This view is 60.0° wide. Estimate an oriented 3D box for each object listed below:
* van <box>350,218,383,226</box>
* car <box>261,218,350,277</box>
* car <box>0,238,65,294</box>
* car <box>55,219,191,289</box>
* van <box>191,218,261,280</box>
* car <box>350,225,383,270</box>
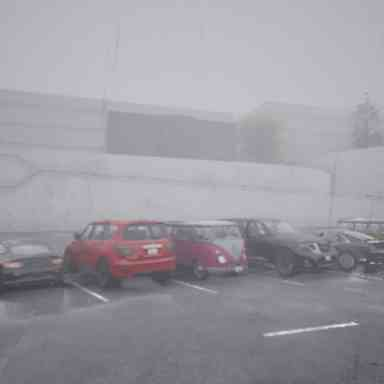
[{"bbox_3d":[8.602,2.197,15.447,1.878,1.987,4.442,2,-5,-37],"label":"van"},{"bbox_3d":[2.991,2.087,13.595,2.435,2.045,5.566,3,-5,-37],"label":"car"},{"bbox_3d":[-5.588,2.260,10.973,2.002,1.452,4.674,2,-5,-37],"label":"car"},{"bbox_3d":[-2.758,2.014,11.890,2.435,2.045,5.566,2,-5,-37],"label":"car"},{"bbox_3d":[0.192,2.069,12.650,1.878,1.987,4.442,3,-5,-37],"label":"van"},{"bbox_3d":[5.826,2.378,14.462,2.231,1.521,4.892,2,-5,-37],"label":"car"}]
